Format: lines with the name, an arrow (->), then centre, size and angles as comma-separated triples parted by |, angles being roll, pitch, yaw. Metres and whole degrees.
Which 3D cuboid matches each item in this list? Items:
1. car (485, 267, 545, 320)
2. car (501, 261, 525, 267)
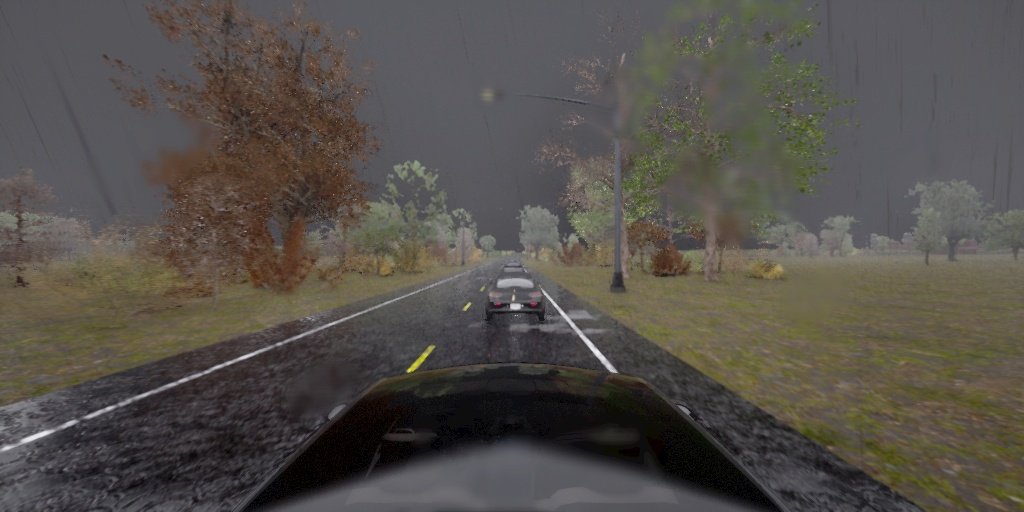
car -> 0.099, 1.260, 12.427 | 1.812, 1.442, 4.674 | 0, 0, 0
car -> 0.096, 1.188, 30.966 | 2.128, 1.511, 4.902 | 0, 0, 0
